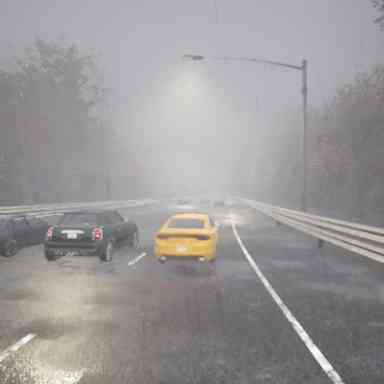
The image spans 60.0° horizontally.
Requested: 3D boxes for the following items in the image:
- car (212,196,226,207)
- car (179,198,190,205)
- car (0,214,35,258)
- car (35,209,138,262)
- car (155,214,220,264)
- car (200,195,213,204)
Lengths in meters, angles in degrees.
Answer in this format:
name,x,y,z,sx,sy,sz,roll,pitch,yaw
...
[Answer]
name,x,y,z,sx,sy,sz,roll,pitch,yaw
car,5.075,1.933,61.043,2.033,1.411,5.357,0,0,6
car,-1.444,1.839,65.991,1.882,1.535,5.008,0,0,6
car,-6.998,1.576,12.974,2.033,1.411,5.357,0,0,6
car,-3.525,1.404,12.524,2.097,1.767,4.553,0,0,6
car,-0.035,1.553,12.260,1.882,1.535,5.008,0,0,6
car,3.053,1.993,75.327,1.994,1.385,4.181,0,0,6
